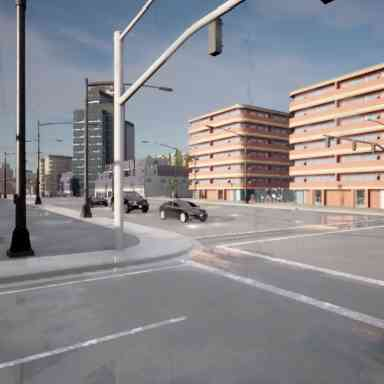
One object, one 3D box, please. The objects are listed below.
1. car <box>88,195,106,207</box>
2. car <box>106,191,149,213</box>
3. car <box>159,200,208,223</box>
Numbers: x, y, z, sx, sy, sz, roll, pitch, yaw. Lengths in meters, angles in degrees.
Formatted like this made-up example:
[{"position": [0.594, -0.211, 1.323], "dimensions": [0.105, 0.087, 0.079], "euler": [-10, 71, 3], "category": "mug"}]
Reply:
[{"position": [-11.945, 1.111, 41.288], "dimensions": [1.994, 1.385, 4.181], "euler": [0, 1, -34], "category": "car"}, {"position": [-6.281, 0.945, 32.984], "dimensions": [2.150, 2.045, 5.566], "euler": [0, 1, -34], "category": "car"}, {"position": [-0.719, 1.373, 24.830], "dimensions": [1.837, 1.490, 4.892], "euler": [0, 1, -34], "category": "car"}]
